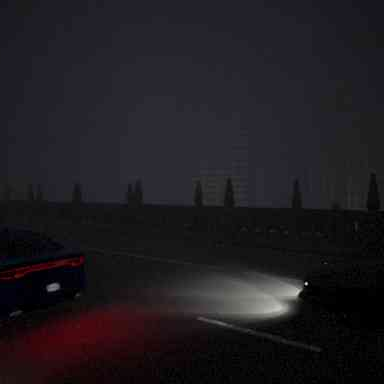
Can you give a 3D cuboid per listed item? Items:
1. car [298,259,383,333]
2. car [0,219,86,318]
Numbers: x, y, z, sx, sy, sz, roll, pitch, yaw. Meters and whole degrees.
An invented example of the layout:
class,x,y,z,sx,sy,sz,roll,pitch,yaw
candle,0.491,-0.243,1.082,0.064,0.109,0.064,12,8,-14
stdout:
class,x,y,z,sx,sy,sz,roll,pitch,yaw
car,4.522,1.548,5.065,5.357,1.411,2.033,0,0,35
car,-4.381,1.476,7.117,5.008,1.535,1.882,0,0,36
